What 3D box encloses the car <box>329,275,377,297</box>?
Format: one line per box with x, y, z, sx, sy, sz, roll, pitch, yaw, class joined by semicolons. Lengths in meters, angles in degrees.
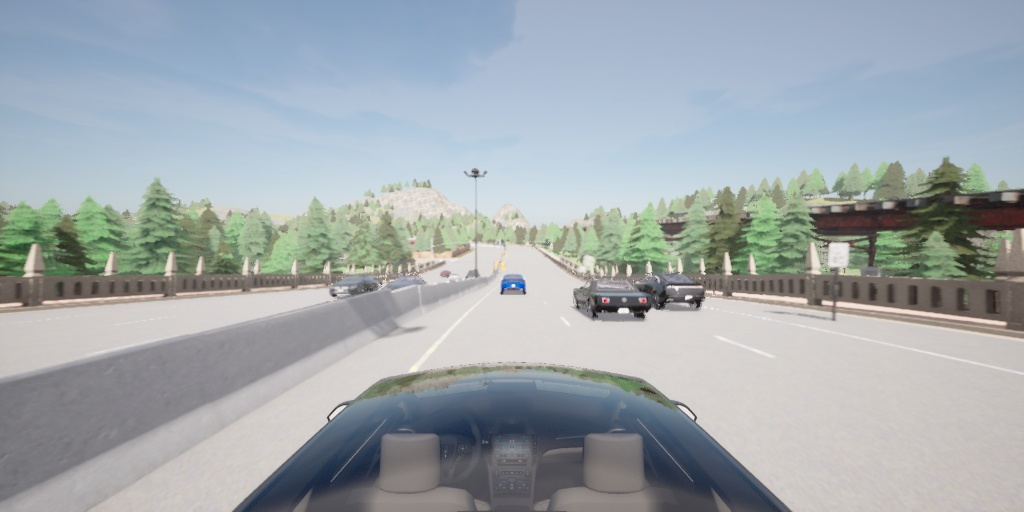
-10.598;2.006;24.502;1.812;1.442;4.674;0;-3;0;car

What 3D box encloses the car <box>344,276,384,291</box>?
-14.096;2.565;34.408;1.895;1.301;4.718;0;-3;0;car

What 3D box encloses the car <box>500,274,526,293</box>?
0.098;2.174;28.942;1.882;1.535;5.008;0;-3;0;car

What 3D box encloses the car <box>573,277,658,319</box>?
3.599;1.560;13.778;1.895;1.301;4.718;0;-2;0;car

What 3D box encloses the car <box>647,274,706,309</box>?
7.099;1.590;16.858;2.128;1.511;4.902;0;-3;0;car

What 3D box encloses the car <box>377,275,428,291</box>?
-7.099;2.036;24.665;2.033;1.411;5.357;0;-3;0;car
